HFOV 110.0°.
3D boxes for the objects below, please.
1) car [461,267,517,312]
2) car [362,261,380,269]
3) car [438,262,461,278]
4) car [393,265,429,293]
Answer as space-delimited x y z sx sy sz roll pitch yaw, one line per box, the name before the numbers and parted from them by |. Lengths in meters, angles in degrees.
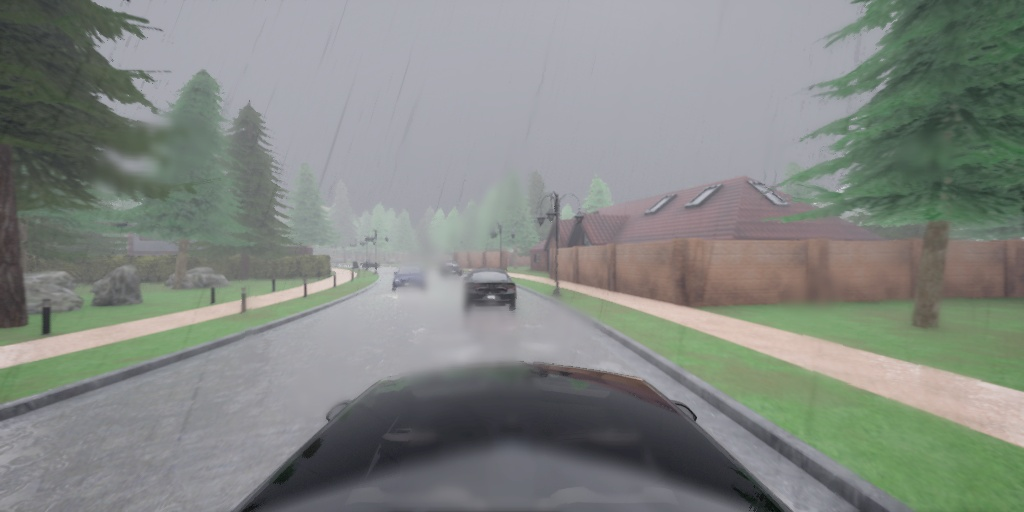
car | -0.990 1.227 14.364 1.882 1.535 5.008 0 0 -8
car | -23.251 1.422 59.269 1.895 1.301 4.718 0 0 -35
car | -5.868 1.287 34.210 1.812 1.442 4.674 0 0 -20
car | -6.004 1.292 21.445 1.812 1.442 4.674 0 0 -13
